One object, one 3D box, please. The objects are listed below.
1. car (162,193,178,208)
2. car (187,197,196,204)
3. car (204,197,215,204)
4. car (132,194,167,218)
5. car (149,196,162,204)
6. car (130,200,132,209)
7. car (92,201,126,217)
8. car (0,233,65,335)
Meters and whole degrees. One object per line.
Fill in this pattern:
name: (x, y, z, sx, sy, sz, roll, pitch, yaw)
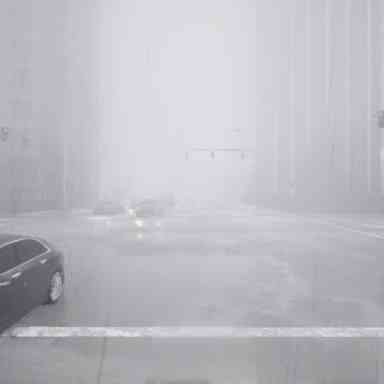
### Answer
car: (-3.661, 1.221, 48.378, 2.150, 2.045, 5.566, 0, 0, 0)
car: (-0.088, 1.601, 65.584, 1.895, 1.301, 4.718, 0, 0, 0)
car: (3.413, 1.601, 65.049, 1.895, 1.301, 4.718, 0, 0, 0)
car: (-3.639, 1.350, 29.600, 2.097, 1.767, 4.553, 0, 0, 0)
car: (-7.091, 1.494, 64.871, 2.128, 1.511, 4.902, 0, 0, 0)
car: (-7.157, 1.477, 45.396, 1.882, 1.535, 5.008, 0, 0, 0)
car: (-7.853, 1.565, 31.831, 1.994, 1.385, 4.181, 0, 0, 9)
car: (-3.606, 1.505, 5.241, 1.837, 1.490, 4.892, 0, 0, 0)
